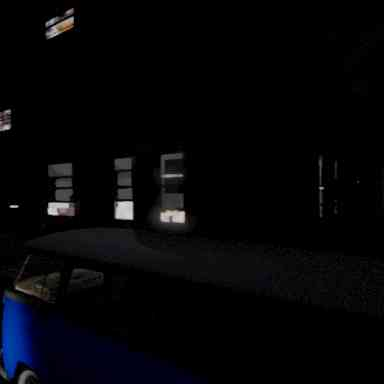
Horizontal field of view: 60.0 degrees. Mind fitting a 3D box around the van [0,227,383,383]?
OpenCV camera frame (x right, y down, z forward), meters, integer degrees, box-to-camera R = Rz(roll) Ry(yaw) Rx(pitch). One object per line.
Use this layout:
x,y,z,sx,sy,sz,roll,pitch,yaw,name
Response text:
-0.129,1.315,2.989,3.998,1.788,1.690,1,0,36,van
